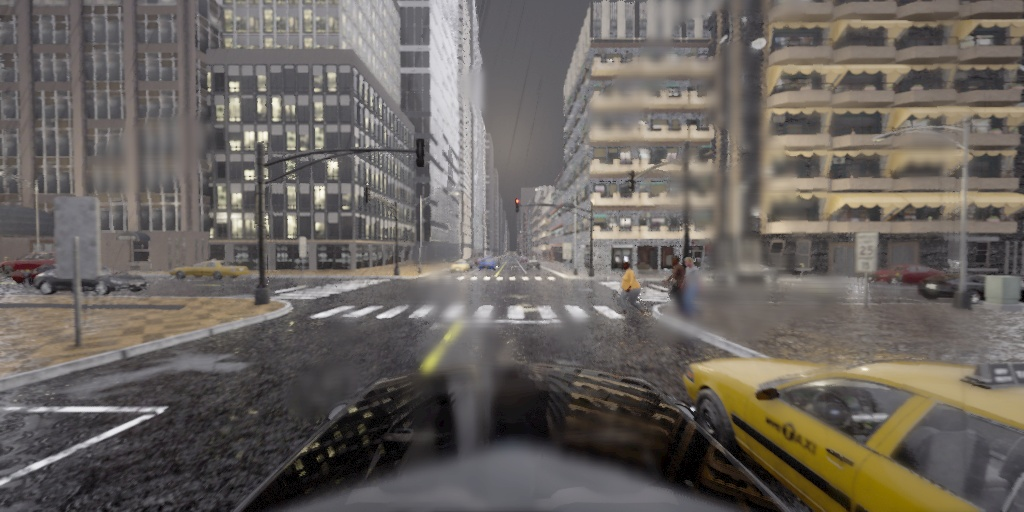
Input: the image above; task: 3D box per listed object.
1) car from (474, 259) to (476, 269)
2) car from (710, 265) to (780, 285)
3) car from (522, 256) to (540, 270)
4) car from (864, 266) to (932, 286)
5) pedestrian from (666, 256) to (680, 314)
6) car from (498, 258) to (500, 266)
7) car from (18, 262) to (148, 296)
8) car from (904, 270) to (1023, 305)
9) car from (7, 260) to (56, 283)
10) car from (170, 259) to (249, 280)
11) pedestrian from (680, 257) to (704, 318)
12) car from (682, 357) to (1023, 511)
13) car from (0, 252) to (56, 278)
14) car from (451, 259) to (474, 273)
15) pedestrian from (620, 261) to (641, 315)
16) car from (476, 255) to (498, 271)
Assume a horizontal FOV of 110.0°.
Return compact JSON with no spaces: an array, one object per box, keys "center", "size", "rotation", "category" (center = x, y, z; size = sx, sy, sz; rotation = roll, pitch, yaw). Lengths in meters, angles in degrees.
[{"center":[-5.692,1.098,45.689],"size":[1.948,1.339,4.313],"rotation":[0,0,0],"category":"car"},{"center":[16.308,1.265,25.220],"size":[4.403,1.370,2.007],"rotation":[0,0,1],"category":"car"},{"center":[2.689,1.083,45.690],"size":[2.007,1.370,4.403],"rotation":[0,0,0],"category":"car"},{"center":[27.374,1.352,25.065],"size":[4.507,1.381,1.888],"rotation":[0,0,1],"category":"car"},{"center":[5.077,0.847,10.996],"size":[0.375,1.860,0.375],"rotation":[-1,1,0],"category":"pedestrian"},{"center":[-3.036,0.946,61.706],"size":[2.128,1.511,4.902],"rotation":[0,0,1],"category":"car"},{"center":[-20.287,1.129,17.383],"size":[4.403,1.370,2.007],"rotation":[0,0,1],"category":"car"},{"center":[21.716,1.505,16.765],"size":[4.313,1.339,1.948],"rotation":[0,0,1],"category":"car"},{"center":[-24.373,1.089,19.987],"size":[4.718,1.301,1.895],"rotation":[1,1,1],"category":"car"},{"center":[-21.667,0.915,25.716],"size":[4.829,1.417,1.751],"rotation":[0,0,1],"category":"car"},{"center":[5.198,0.850,10.355],"size":[0.375,1.860,0.375],"rotation":[-1,1,0],"category":"pedestrian"},{"center":[2.819,1.274,2.251],"size":[1.751,1.417,4.829],"rotation":[0,0,0],"category":"car"},{"center":[-33.614,0.597,25.920],"size":[5.009,1.841,2.192],"rotation":[0,0,1],"category":"car"},{"center":[-5.691,1.085,39.865],"size":[1.751,1.417,4.829],"rotation":[0,0,0],"category":"car"},{"center":[3.823,0.995,11.600],"size":[0.375,1.860,0.375],"rotation":[-1,1,0],"category":"pedestrian"},{"center":[-3.078,1.013,45.061],"size":[1.882,1.535,5.008],"rotation":[0,0,0],"category":"car"}]
